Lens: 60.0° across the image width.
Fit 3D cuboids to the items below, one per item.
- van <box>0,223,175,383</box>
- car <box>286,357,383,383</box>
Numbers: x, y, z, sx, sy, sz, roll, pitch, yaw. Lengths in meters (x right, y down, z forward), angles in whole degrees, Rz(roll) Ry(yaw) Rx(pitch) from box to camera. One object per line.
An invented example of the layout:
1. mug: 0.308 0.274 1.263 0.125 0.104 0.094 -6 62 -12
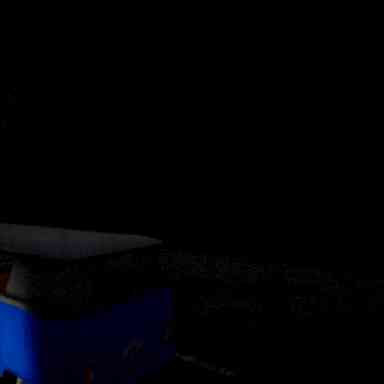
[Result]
1. van: -2.111 1.380 4.473 3.998 1.788 1.690 -1 -1 35
2. car: 2.451 1.532 1.219 4.507 1.381 1.887 -1 -1 35
